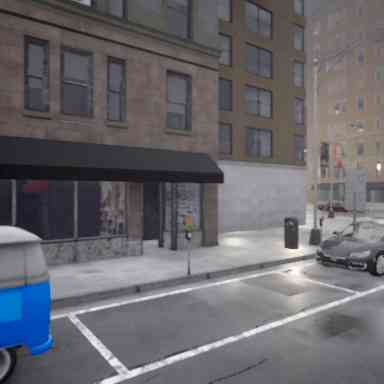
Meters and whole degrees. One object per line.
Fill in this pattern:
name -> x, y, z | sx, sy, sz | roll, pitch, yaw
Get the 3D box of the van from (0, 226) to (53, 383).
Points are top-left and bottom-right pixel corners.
van -> -3.639, 1.340, 3.592 | 3.998, 1.788, 1.690 | 0, 0, -36

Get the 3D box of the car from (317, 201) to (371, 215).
car -> 15.120, 1.540, 33.190 | 1.895, 1.301, 4.718 | 0, 0, -36

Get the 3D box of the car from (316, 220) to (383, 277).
car -> 5.574, 1.557, 10.176 | 4.403, 1.369, 2.008 | 0, 0, -36
